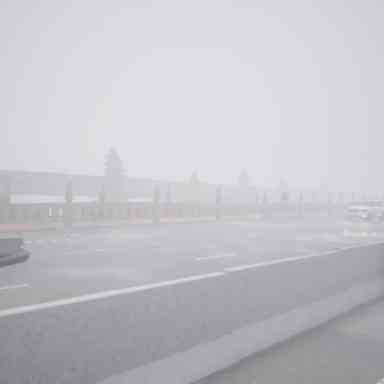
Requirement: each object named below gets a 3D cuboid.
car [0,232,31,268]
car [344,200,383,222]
[{"bbox_3d":[-6.834,1.455,7.832,5.357,1.411,2.033,1,0,-40],"label":"car"},{"bbox_3d":[17.099,1.781,32.647,5.566,2.045,2.150,2,-1,-40],"label":"car"}]
